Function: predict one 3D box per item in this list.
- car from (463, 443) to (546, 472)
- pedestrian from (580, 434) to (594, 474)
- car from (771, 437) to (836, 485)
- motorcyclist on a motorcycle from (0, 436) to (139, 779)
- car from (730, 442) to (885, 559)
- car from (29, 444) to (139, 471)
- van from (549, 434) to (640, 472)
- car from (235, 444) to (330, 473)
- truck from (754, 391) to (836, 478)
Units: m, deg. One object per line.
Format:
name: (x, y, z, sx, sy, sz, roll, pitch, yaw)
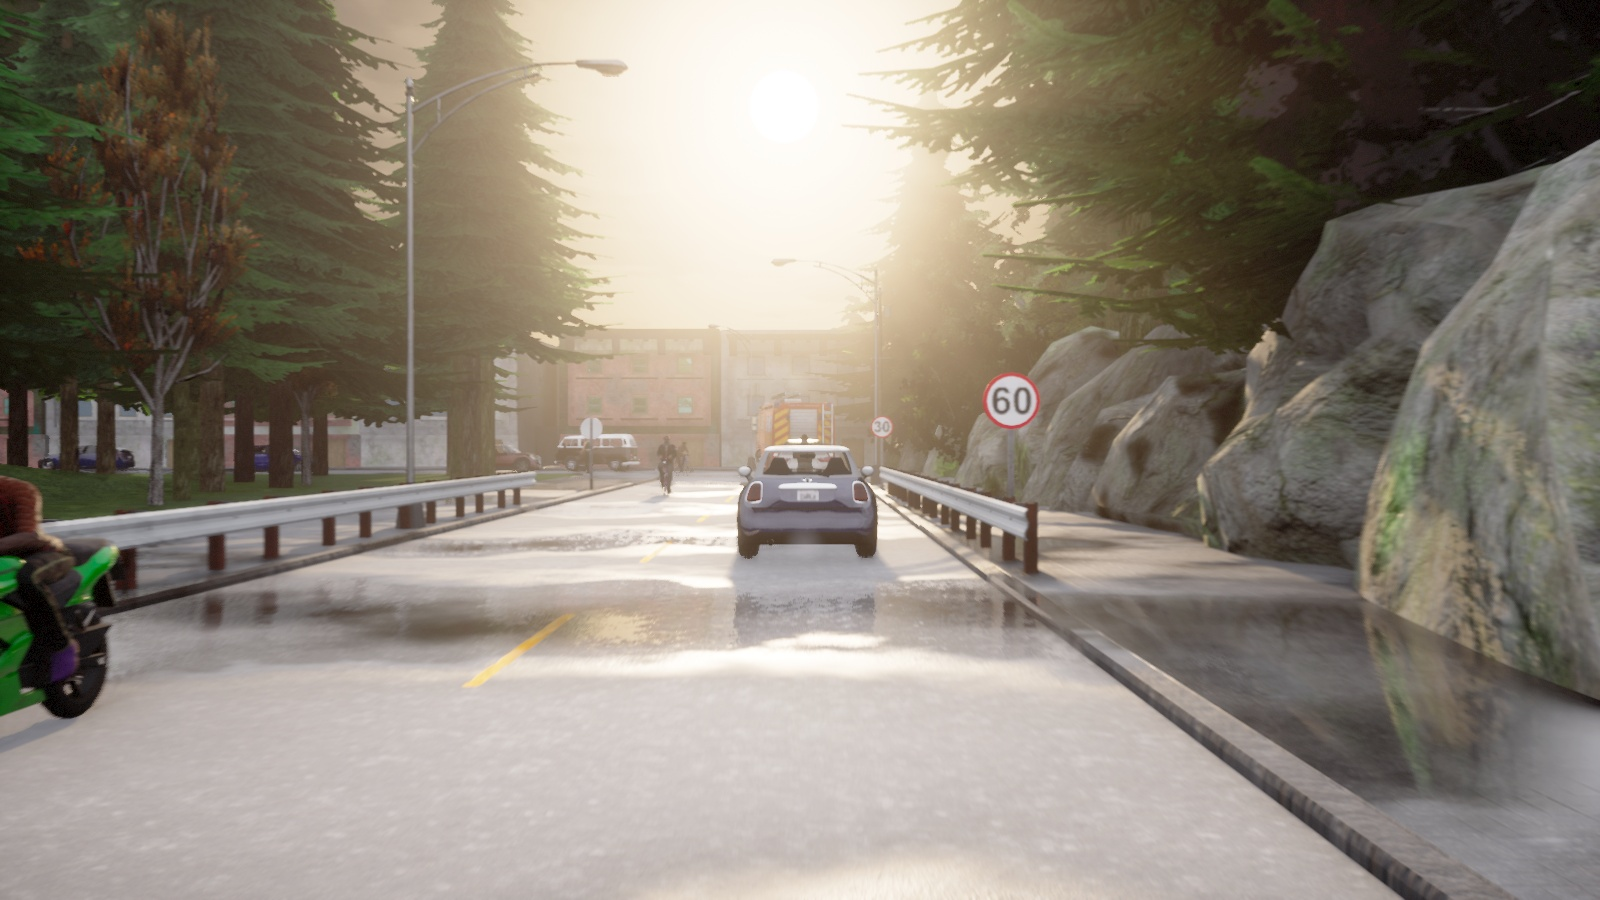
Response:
car: (-15.204, 0.398, 64.740, 3.806, 1.475, 1.970, 0, 0, 0)
pedestrian: (-9.927, 0.175, 58.575, 0.345, 1.836, 0.594, 0, 0, -44)
car: (0.131, 0.378, 45.611, 2.242, 1.667, 4.611, 0, 0, 0)
motorcyclist on a motorcycle: (-3.948, 0.699, 5.712, 0.797, 1.523, 2.044, 0, 0, 0)
car: (0.089, 0.629, 17.808, 1.970, 1.475, 3.806, 0, 0, 0)
car: (-39.243, 0.393, 68.915, 4.792, 1.488, 2.163, 0, 0, 0)
van: (-11.189, 0.142, 68.587, 4.480, 2.038, 2.069, 0, 0, 8)
car: (-26.683, 0.436, 64.824, 4.193, 1.474, 1.816, 0, 0, 0)
truck: (-0.387, -0.695, 59.527, 2.891, 3.827, 8.468, 0, 0, -7)
